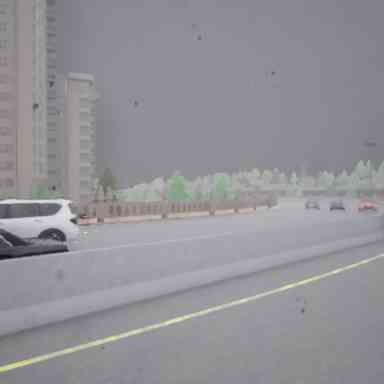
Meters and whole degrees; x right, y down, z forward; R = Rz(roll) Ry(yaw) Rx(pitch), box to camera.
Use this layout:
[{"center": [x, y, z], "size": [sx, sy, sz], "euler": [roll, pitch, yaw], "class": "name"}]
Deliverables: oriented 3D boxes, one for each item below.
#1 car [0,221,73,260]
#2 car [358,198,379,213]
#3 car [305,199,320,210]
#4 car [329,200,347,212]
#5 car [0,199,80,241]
[{"center": [-5.825, 1.644, 8.542], "size": [4.718, 1.301, 1.895], "euler": [0, 0, -36], "class": "car"}, {"center": [21.989, 1.600, 41.525], "size": [2.097, 1.767, 4.553], "euler": [0, 0, 26], "class": "car"}, {"center": [17.775, 1.825, 48.985], "size": [2.128, 1.511, 4.902], "euler": [0, -1, 23], "class": "car"}, {"center": [19.248, 1.822, 43.744], "size": [2.033, 1.411, 5.357], "euler": [0, -1, 26], "class": "car"}, {"center": [-6.965, 1.280, 12.041], "size": [5.566, 2.045, 2.150], "euler": [0, 0, -37], "class": "car"}]
